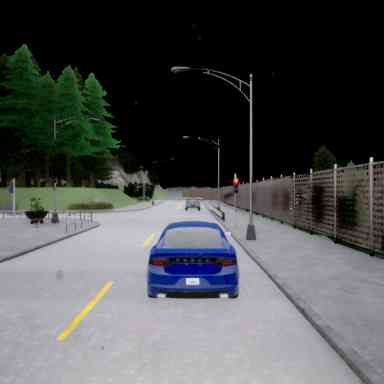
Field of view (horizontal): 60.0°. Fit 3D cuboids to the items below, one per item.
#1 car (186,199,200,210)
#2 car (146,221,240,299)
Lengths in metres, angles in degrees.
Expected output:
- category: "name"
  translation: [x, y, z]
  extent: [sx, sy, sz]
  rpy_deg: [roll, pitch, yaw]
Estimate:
- category: "car"
  translation: [0.099, 1.547, 43.021]
  extent: [2.033, 1.411, 5.357]
  rpy_deg: [0, 0, 0]
- category: "car"
  translation: [0.034, 1.477, 8.519]
  extent: [1.882, 1.535, 5.008]
  rpy_deg: [0, 0, 0]
